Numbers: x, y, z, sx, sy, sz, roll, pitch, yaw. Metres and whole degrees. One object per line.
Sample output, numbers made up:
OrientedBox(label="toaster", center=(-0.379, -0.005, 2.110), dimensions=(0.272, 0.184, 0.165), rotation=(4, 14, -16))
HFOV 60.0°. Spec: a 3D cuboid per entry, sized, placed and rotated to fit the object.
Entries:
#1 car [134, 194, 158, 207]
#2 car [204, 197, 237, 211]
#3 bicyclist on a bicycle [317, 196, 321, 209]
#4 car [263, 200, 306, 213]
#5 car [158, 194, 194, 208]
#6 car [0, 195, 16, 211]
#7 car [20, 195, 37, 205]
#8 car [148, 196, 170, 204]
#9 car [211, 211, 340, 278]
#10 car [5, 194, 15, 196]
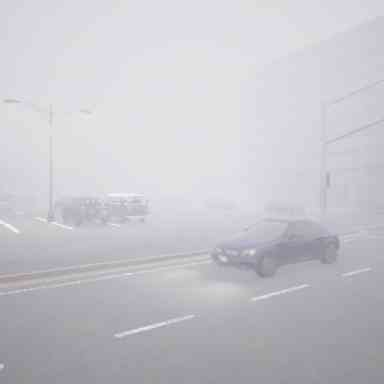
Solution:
OrientedBox(label="car", center=(-8.871, 1.545, 66.054), dimensions=(2.128, 1.511, 4.902), rotation=(0, 0, -35))
OrientedBox(label="car", center=(3.599, 1.406, 42.168), dimensions=(2.097, 1.767, 4.553), rotation=(0, 0, -35))
OrientedBox(label="bicyclist on a bicycle", center=(16.570, 1.354, 42.879), dimensions=(1.656, 1.620, 0.582), rotation=(0, 0, -35))
OrientedBox(label="car", center=(9.356, 1.580, 34.107), dimensions=(1.812, 1.442, 4.674), rotation=(0, 0, -36))
OrientedBox(label="car", center=(-2.495, 1.276, 50.746), dimensions=(2.150, 2.045, 5.566), rotation=(0, 0, -36))
OrientedBox(label="car", center=(-21.753, 1.451, 37.932), dimensions=(1.970, 1.475, 3.806), rotation=(0, 0, -35))
OrientedBox(label="car", center=(-27.224, 1.208, 55.386), dimensions=(1.932, 1.855, 4.605), rotation=(0, 0, -35))
OrientedBox(label="car", center=(-6.941, 1.601, 69.385), dimensions=(2.033, 1.411, 5.357), rotation=(0, 0, -35))
OrientedBox(label="car", center=(2.736, 1.525, 10.269), dimensions=(4.674, 1.442, 1.812), rotation=(0, 0, -36))
OrientedBox(label="car", center=(-29.620, 1.211, 53.761), dimensions=(1.905, 1.878, 3.866), rotation=(0, 0, -35))
